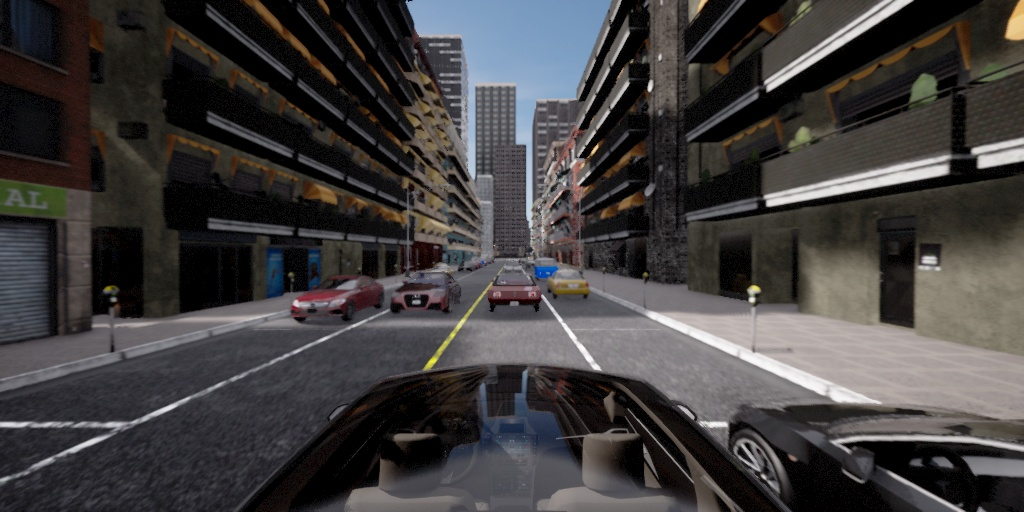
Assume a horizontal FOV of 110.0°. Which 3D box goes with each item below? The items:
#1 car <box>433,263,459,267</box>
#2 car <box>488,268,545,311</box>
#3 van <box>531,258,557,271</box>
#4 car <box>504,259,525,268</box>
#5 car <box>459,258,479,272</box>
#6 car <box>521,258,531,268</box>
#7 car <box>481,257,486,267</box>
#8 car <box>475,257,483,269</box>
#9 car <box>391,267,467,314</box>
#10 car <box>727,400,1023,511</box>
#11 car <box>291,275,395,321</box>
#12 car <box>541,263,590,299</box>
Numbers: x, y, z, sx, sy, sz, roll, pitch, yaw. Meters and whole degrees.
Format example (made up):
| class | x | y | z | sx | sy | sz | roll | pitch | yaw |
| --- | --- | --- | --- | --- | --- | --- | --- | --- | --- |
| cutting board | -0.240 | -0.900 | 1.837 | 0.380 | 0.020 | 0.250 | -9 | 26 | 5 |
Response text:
| class | x | y | z | sx | sy | sz | roll | pitch | yaw |
| --- | --- | --- | --- | --- | --- | --- | --- | --- | --- |
| car | -5.690 | 1.250 | 28.703 | 1.751 | 1.417 | 4.829 | 0 | 0 | 0 |
| car | 0.095 | 1.338 | 14.452 | 1.895 | 1.301 | 4.718 | 0 | 0 | 0 |
| van | 2.691 | 1.066 | 28.860 | 1.690 | 1.789 | 3.998 | 0 | 0 | 0 |
| car | 0.105 | 1.317 | 40.007 | 1.895 | 1.301 | 4.718 | 0 | 0 | 0 |
| car | -5.688 | 1.279 | 45.443 | 1.948 | 1.339 | 4.313 | 0 | 0 | 0 |
| car | 2.694 | 1.260 | 50.952 | 2.007 | 1.370 | 4.403 | 0 | 0 | 0 |
| car | -5.687 | 1.251 | 56.490 | 1.888 | 1.381 | 4.507 | 0 | 0 | 0 |
| car | -5.687 | 1.254 | 50.966 | 1.888 | 1.381 | 4.507 | 0 | 0 | 0 |
| car | -3.098 | 1.302 | 13.615 | 1.994 | 1.385 | 4.181 | 0 | 0 | 0 |
| car | 2.689 | 1.316 | 1.243 | 1.948 | 1.339 | 4.313 | 0 | 0 | 0 |
| car | -5.691 | 1.321 | 12.302 | 1.802 | 1.307 | 4.207 | 0 | 0 | 0 |
| car | 2.690 | 1.259 | 17.982 | 1.751 | 1.417 | 4.829 | 0 | 0 | 0 |
